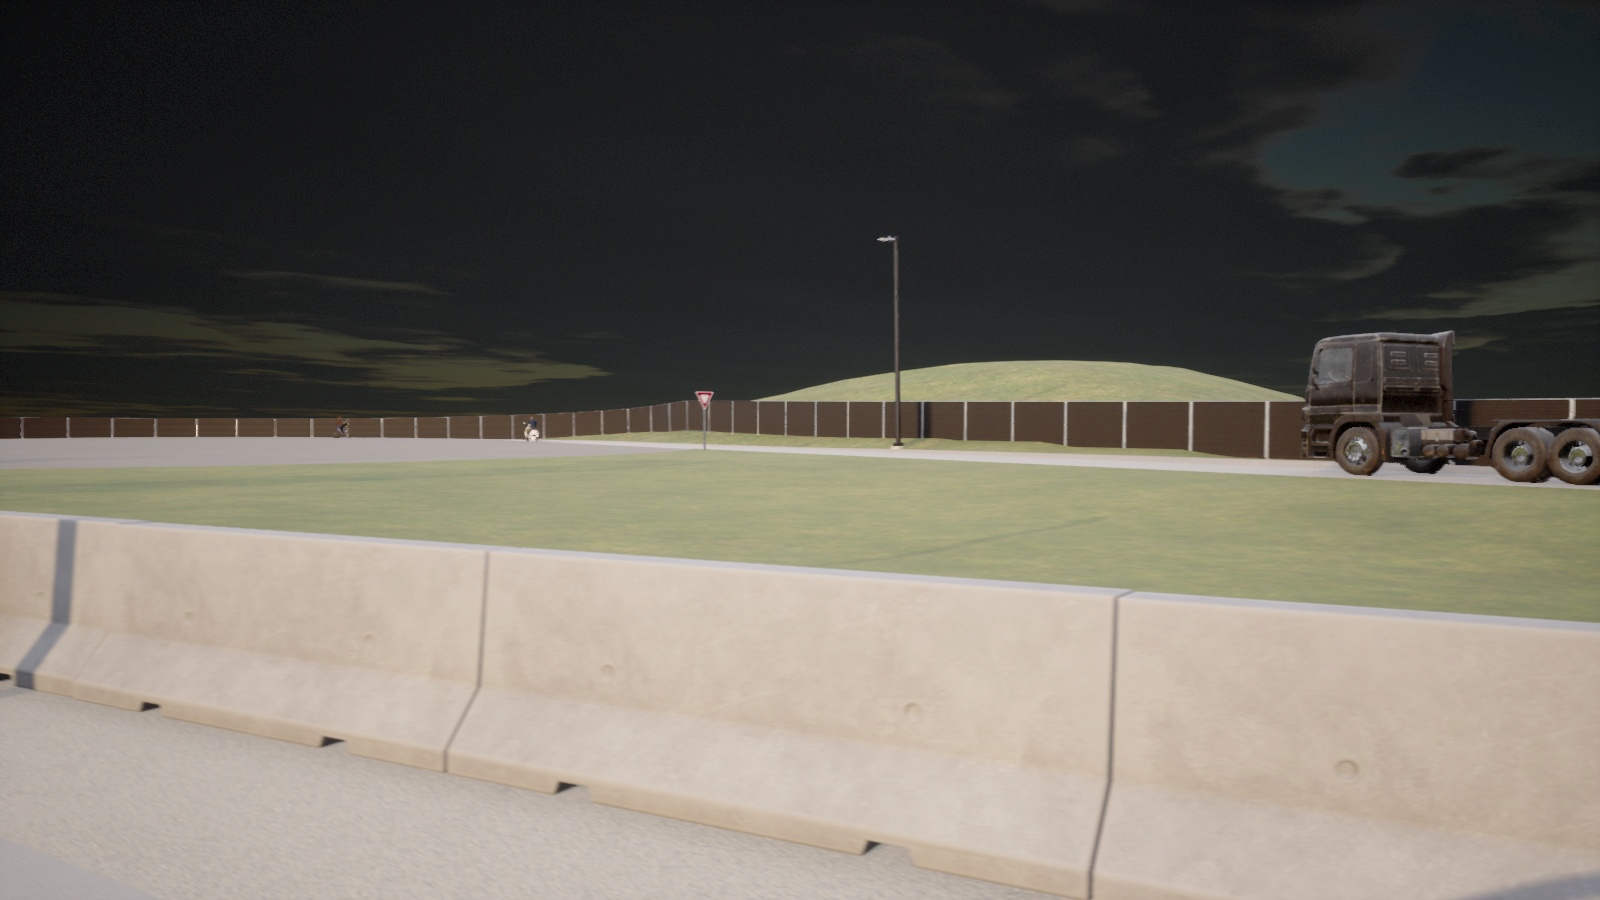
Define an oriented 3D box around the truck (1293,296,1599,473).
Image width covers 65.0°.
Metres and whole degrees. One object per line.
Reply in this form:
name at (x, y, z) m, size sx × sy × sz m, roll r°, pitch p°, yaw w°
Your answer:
truck at (15.348, -1.360, 28.136) m, size 2.891 × 3.462 × 7.936 m, roll -2°, pitch 1°, yaw -29°
